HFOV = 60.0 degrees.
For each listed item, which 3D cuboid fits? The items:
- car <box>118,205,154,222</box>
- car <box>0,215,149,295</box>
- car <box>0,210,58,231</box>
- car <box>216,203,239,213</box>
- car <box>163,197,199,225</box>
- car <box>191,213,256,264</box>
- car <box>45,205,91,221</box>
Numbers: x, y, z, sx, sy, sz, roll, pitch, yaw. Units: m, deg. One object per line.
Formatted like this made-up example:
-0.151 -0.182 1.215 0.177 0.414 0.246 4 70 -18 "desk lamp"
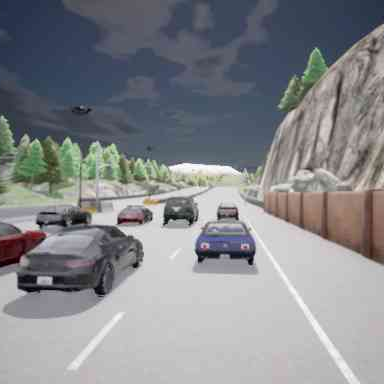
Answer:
-4.306 1.709 25.758 1.994 1.385 4.181 0 0 6 "car"
-2.638 1.570 8.755 1.812 1.442 4.674 0 0 6 "car"
-6.074 1.510 9.497 1.882 1.535 5.008 0 0 6 "car"
3.173 1.698 29.648 2.128 1.511 4.902 0 0 6 "car"
-0.775 1.385 25.881 2.150 2.045 5.566 0 0 7 "car"
1.233 1.686 12.256 1.895 1.301 4.718 0 0 6 "car"
-8.261 1.593 21.887 2.128 1.511 4.902 0 0 6 "car"
